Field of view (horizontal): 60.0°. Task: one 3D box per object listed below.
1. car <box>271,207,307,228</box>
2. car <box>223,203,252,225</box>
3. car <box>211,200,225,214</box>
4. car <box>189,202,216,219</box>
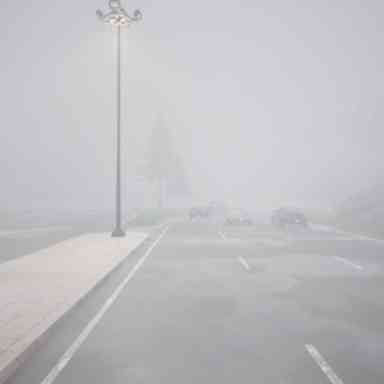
[{"bbox_3d":[7.206,1.824,24.876,1.812,1.442,4.674,0,-1,2],"label":"car"},{"bbox_3d":[3.817,1.853,27.352,1.812,1.442,4.674,0,-1,3],"label":"car"},{"bbox_3d":[3.487,1.872,43.545,2.097,1.767,4.553,0,-1,16],"label":"car"},{"bbox_3d":[0.952,1.999,33.252,1.895,1.301,4.718,0,-1,9],"label":"car"}]
